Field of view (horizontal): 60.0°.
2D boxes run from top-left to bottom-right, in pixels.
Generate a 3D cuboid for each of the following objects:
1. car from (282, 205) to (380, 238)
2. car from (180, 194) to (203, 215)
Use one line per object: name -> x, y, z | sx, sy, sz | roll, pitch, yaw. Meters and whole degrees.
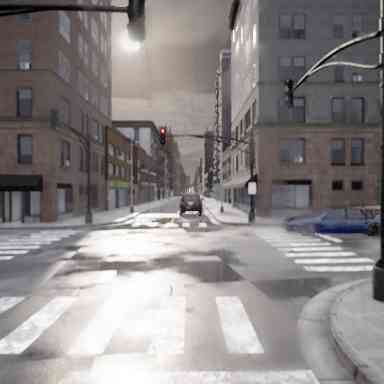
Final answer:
car -> 7.304, 1.438, 16.504 | 5.357, 1.411, 2.033 | -1, 0, 8
car -> -0.060, 1.244, 33.949 | 2.150, 2.045, 5.566 | 0, 0, 1
